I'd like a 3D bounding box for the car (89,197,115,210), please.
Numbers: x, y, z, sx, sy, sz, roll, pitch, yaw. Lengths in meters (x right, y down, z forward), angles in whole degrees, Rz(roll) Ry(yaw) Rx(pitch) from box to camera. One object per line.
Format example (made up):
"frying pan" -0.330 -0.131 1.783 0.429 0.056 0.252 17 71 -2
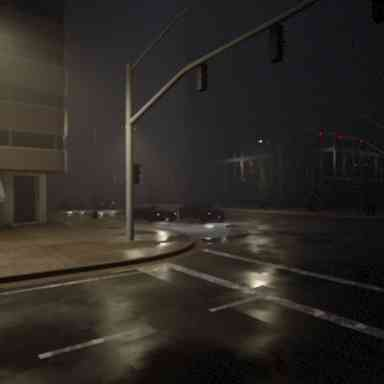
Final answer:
"car" -11.747 1.382 43.370 2.097 1.767 4.553 0 0 -36

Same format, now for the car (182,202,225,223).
"car" 0.643 1.555 26.460 1.812 1.442 4.674 0 0 -36

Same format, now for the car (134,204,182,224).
"car" -3.059 1.636 25.558 1.895 1.301 4.718 0 0 -36

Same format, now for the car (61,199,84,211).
"car" -15.211 1.561 42.190 1.812 1.442 4.674 0 0 -36
